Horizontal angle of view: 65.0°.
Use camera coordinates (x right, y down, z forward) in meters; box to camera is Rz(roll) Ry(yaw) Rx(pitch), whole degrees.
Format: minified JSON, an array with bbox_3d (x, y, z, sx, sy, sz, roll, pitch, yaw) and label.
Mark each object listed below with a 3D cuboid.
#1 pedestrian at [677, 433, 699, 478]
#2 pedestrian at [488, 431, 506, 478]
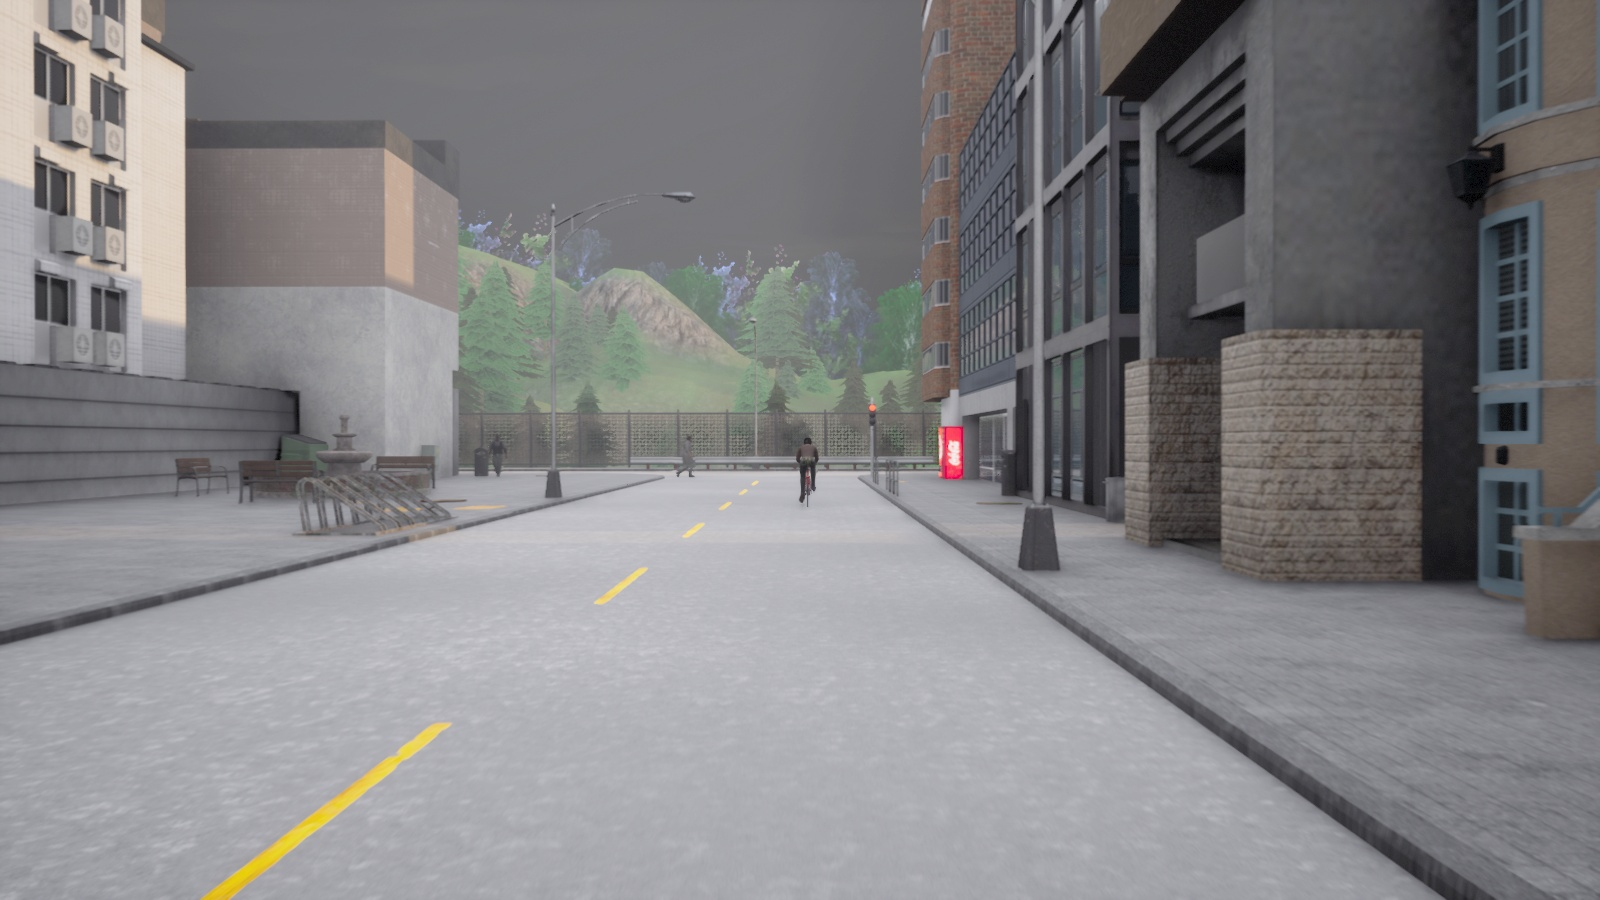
[{"bbox_3d":[-4.811,0.238,54.012,0.873,1.952,0.659,0,0,1],"label":"pedestrian"},{"bbox_3d":[-12.310,0.167,51.058,0.563,1.883,0.849,0,0,-5],"label":"pedestrian"}]
